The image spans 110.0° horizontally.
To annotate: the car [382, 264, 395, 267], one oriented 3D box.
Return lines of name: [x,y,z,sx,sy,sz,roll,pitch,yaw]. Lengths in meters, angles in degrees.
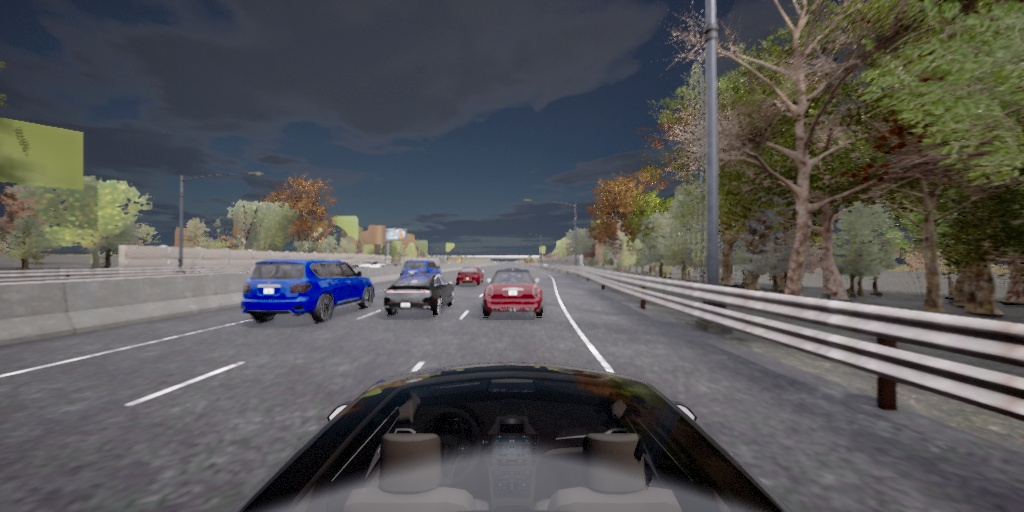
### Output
car: [-21.025,2.136,61.818,1.837,1.490,4.892,0,-1,1]

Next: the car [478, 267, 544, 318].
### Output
car: [0.045,1.274,14.047,2.097,1.767,4.553,0,-1,0]

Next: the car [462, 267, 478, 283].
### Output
car: [-3.448,1.634,30.360,1.882,1.535,5.008,0,0,0]

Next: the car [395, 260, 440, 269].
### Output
car: [-6.965,1.346,28.005,2.150,2.045,5.566,0,-1,1]

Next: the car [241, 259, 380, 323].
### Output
car: [-6.964,1.131,12.980,2.150,2.045,5.566,0,-1,1]

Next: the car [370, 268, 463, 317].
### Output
car: [-3.455,1.416,14.121,2.128,1.511,4.902,0,-1,0]
